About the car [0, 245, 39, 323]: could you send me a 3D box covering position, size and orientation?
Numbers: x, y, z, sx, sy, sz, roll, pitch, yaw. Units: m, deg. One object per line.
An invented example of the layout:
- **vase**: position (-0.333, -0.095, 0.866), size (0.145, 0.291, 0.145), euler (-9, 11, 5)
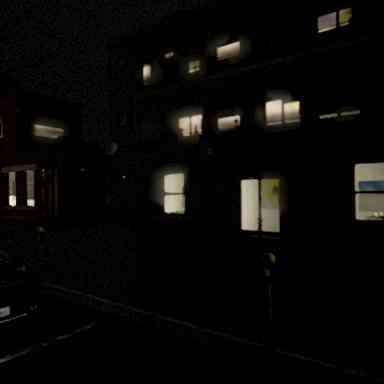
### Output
- **car**: position (-4.577, 1.536, 6.151), size (4.403, 1.369, 2.008), euler (0, -1, 36)
